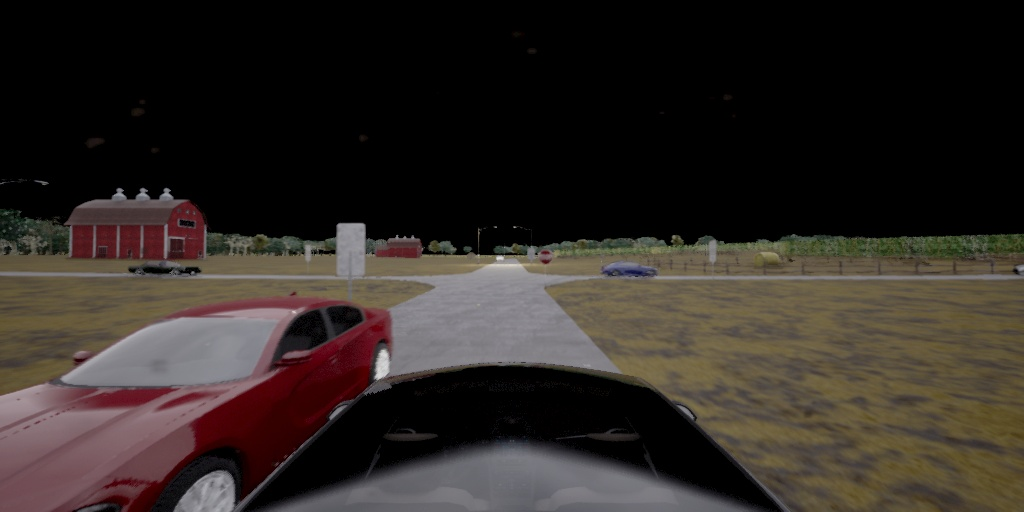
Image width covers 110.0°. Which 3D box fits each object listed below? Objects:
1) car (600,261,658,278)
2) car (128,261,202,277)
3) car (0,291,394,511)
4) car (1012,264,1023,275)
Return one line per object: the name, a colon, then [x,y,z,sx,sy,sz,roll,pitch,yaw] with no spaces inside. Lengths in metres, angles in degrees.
car: [9.782,1.126,30.055,4.674,1.442,1.812,0,-1,0]
car: [-28.917,1.068,30.028,4.718,1.301,1.895,1,-1,0]
car: [-2.842,1.227,3.836,1.882,1.535,5.008,0,0,0]
car: [49.080,1.026,32.838,4.902,1.511,2.128,-1,-1,0]
